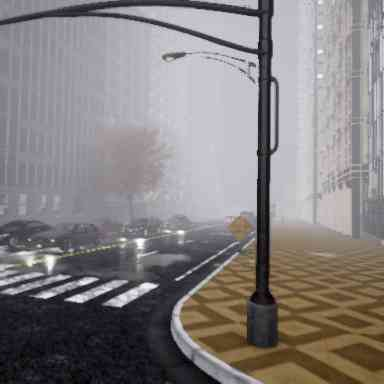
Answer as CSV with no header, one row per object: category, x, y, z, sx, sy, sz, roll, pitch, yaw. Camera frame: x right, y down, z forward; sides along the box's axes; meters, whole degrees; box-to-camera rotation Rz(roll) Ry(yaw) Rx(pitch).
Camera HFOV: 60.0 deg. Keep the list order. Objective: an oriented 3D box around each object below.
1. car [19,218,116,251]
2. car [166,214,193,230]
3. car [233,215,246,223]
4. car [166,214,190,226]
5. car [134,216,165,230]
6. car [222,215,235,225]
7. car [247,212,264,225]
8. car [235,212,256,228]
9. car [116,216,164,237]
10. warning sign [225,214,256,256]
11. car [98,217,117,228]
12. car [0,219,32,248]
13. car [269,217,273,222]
car,-6.747,2.405,18.822,2.033,1.411,5.357,0,-3,16
car,-1.365,3.469,37.645,1.812,1.442,4.674,0,-3,16
car,8.661,4.850,60.259,1.812,1.442,4.674,0,-3,16
car,-1.938,3.901,47.339,1.882,1.535,5.008,0,-3,16
car,-4.726,3.434,37.739,1.994,1.385,4.181,1,-3,15
car,5.834,4.281,50.341,1.812,1.442,4.674,0,-3,16
car,10.632,4.339,55.299,2.150,2.045,5.566,0,-3,16
car,7.687,3.747,44.979,2.150,2.045,5.566,0,-3,16
car,-4.117,2.894,28.033,1.837,1.490,4.892,0,-3,16
warning sign,2.382,2.056,16.302,1.300,1.860,1.060,2,-2,16
car,-7.451,2.846,28.196,1.812,1.442,4.674,0,-3,16
car,-9.937,2.342,19.461,1.812,1.442,4.674,1,-3,14
car,15.782,5.309,69.571,2.097,1.767,4.553,0,-3,16
